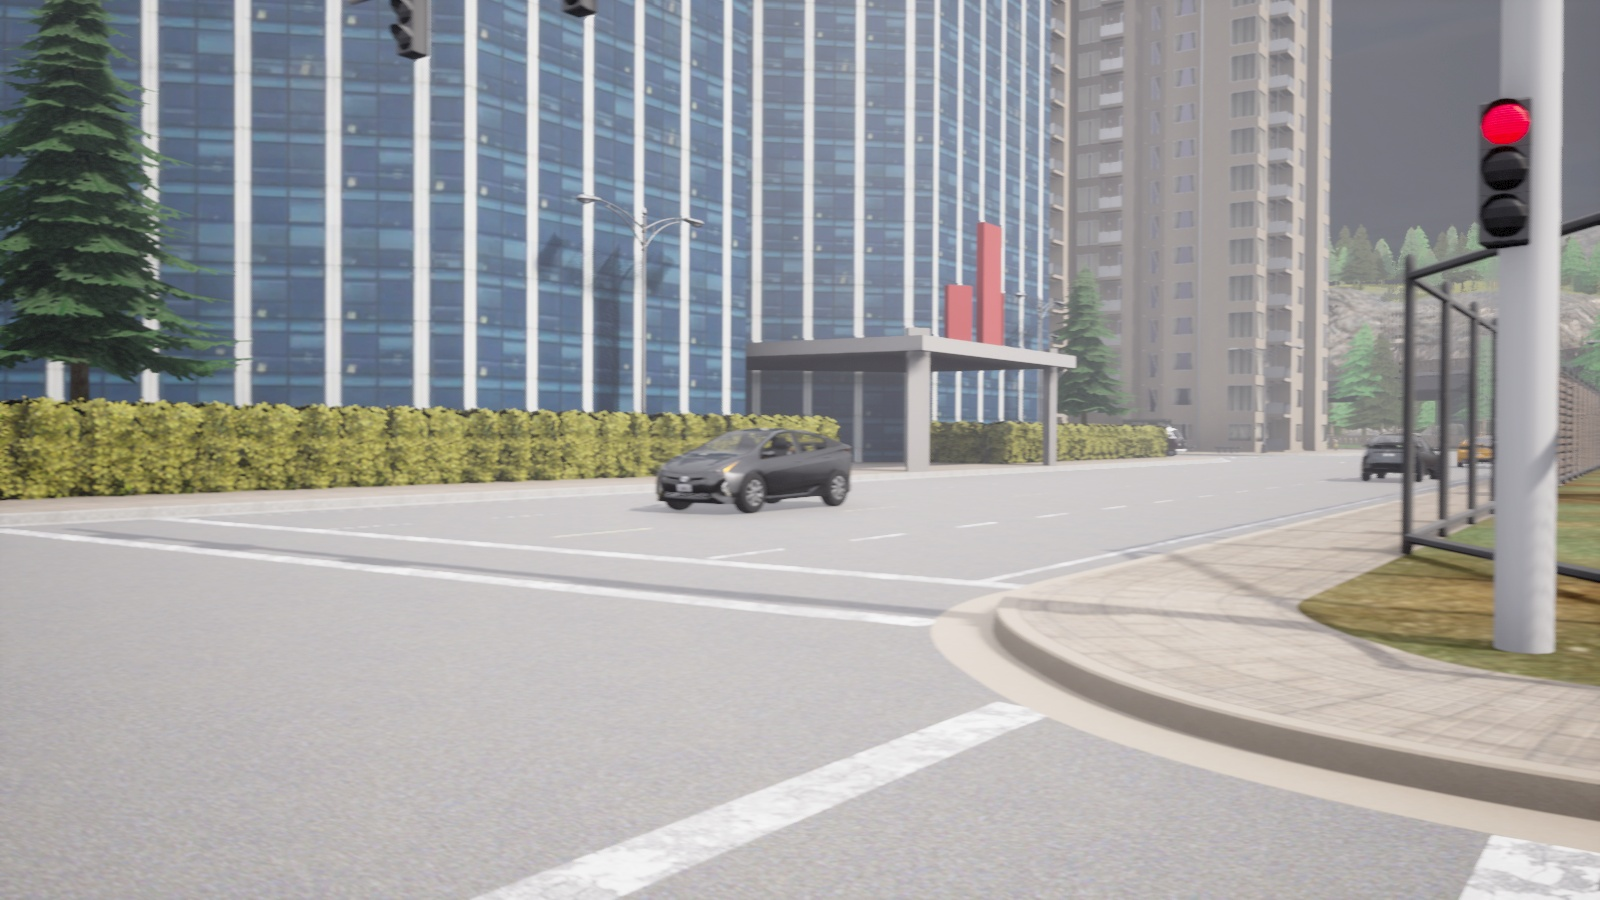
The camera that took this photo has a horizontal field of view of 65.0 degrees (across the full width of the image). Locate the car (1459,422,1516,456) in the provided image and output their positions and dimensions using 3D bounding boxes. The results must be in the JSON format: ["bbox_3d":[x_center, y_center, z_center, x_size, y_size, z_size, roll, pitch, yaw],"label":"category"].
[{"bbox_3d":[32.814,-0.543,59.892,1.882,1.535,5.008,0,1,35],"label":"car"}]

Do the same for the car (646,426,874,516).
[{"bbox_3d":[-0.645,0.327,23.868,2.007,1.525,4.514,0,1,35],"label":"car"}]

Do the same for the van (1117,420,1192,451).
[{"bbox_3d":[24.247,-0.962,85.830,4.480,2.038,2.069,-1,1,35],"label":"van"}]

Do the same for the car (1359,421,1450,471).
[{"bbox_3d":[19.880,-0.164,41.215,2.007,1.525,4.514,0,1,35],"label":"car"}]
